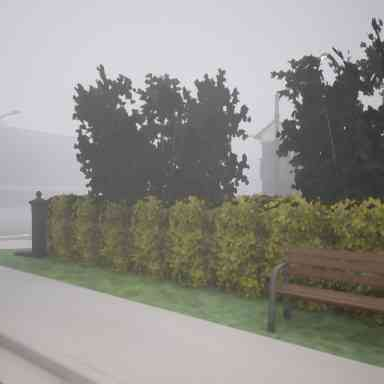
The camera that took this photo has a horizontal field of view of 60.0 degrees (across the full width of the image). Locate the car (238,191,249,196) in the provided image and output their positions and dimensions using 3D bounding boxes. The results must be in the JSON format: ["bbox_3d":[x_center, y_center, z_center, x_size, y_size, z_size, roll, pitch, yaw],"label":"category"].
[{"bbox_3d":[10.516,0.391,72.048,2.150,2.045,5.566,0,0,35],"label":"car"}]
